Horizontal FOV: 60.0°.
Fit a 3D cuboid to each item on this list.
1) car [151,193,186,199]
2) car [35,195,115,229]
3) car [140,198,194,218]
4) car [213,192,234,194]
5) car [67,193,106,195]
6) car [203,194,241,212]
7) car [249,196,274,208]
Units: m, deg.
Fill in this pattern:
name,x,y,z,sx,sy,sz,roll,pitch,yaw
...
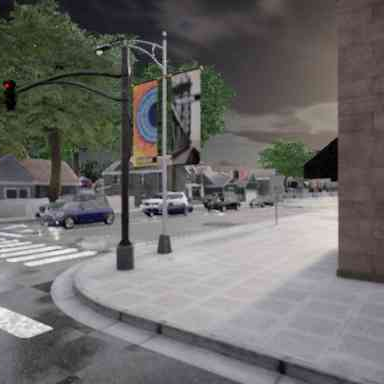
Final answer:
name,x,y,z,sx,sy,sz,roll,pitch,yaw
car,-2.645,1.079,32.984,2.150,2.045,5.566,0,0,35
car,-7.144,1.278,21.092,2.097,1.767,4.553,0,0,35
car,-1.928,1.476,28.415,1.895,1.301,4.718,0,0,36
car,3.599,1.021,41.721,2.150,2.045,5.566,0,0,35
car,-8.626,1.137,24.665,2.150,2.045,5.566,0,0,34
car,3.513,1.301,36.024,1.882,1.535,5.008,0,0,35
car,9.301,1.262,44.096,2.128,1.511,4.902,0,0,36
